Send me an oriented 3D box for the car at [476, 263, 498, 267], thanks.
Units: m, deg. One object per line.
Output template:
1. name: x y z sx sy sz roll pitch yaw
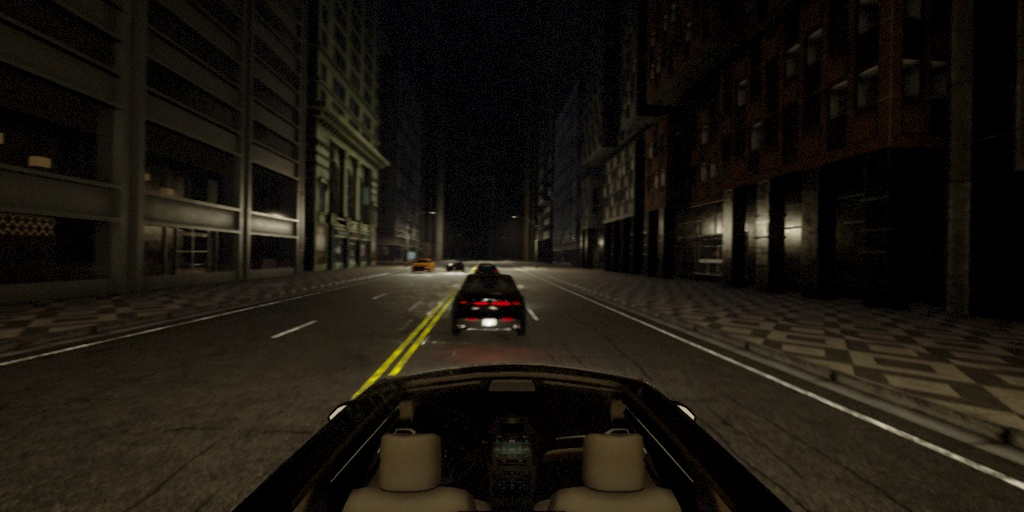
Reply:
1. car: -2.009 1.248 28.323 1.994 1.385 4.181 1 0 -4

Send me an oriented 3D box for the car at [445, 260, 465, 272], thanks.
1. car: -6.372 1.152 40.766 1.994 1.385 4.181 1 0 -4

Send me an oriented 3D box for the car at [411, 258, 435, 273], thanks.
1. car: -9.456 1.011 38.406 1.882 1.535 5.008 1 0 -4

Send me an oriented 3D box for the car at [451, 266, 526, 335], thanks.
1. car: -0.680 1.232 10.423 1.837 1.490 4.892 1 0 -4
